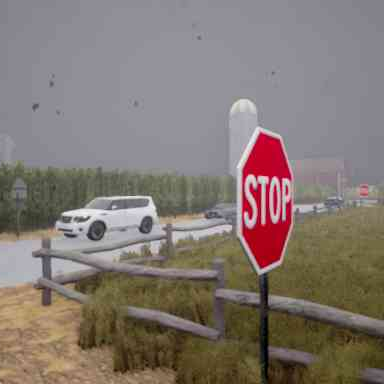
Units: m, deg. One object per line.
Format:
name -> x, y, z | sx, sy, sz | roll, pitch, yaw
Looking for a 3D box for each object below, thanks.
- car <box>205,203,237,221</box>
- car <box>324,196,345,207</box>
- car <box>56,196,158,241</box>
car -> 2.795, 1.556, 26.933 | 1.994, 1.385, 4.181 | 0, 0, 37
car -> 18.758, 1.310, 43.719 | 1.837, 1.490, 4.892 | 0, 0, 36
car -> -4.143, 1.228, 17.242 | 2.150, 2.045, 5.566 | 0, 0, 36
